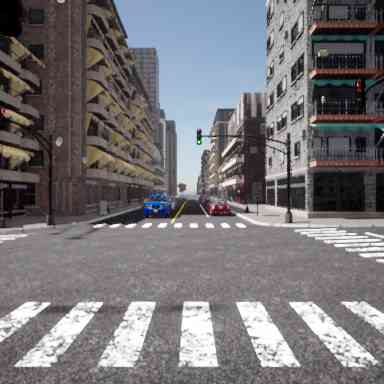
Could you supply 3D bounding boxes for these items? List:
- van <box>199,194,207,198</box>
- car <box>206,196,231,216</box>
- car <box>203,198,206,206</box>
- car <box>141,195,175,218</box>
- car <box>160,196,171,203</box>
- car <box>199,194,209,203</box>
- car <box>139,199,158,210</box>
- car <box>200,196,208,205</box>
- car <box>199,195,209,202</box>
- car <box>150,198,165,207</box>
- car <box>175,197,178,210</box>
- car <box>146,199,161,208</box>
[{"bbox_3d":[2.702,1.470,66.211,1.690,1.788,3.998,0,0,0],"label":"van"},{"bbox_3d":[2.698,1.501,33.005,1.967,1.590,4.097,0,0,0],"label":"car"},{"bbox_3d":[2.698,1.622,38.539,2.008,1.369,4.403,0,0,0],"label":"car"},{"bbox_3d":[-3.094,1.279,31.154,2.150,2.045,5.566,0,0,0],"label":"car"},{"bbox_3d":[-5.678,1.687,71.746,1.887,1.381,4.507,0,0,0],"label":"car"},{"bbox_3d":[2.704,1.471,77.279,2.192,1.841,5.009,0,0,0],"label":"car"},{"bbox_3d":[-5.682,1.633,44.075,2.008,1.369,4.403,0,0,0],"label":"car"},{"bbox_3d":[2.700,1.687,55.142,1.802,1.307,4.206,0,0,0],"label":"car"},{"bbox_3d":[2.701,1.699,60.676,1.802,1.307,4.206,0,0,0],"label":"car"},{"bbox_3d":[-5.680,1.671,55.144,1.947,1.339,4.313,0,0,0],"label":"car"},{"bbox_3d":[-3.094,1.602,40.950,1.812,1.442,4.674,0,0,1],"label":"car"},{"bbox_3d":[-5.681,1.675,49.609,1.802,1.307,4.206,0,0,0],"label":"car"}]
